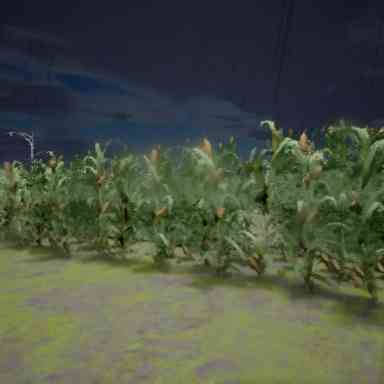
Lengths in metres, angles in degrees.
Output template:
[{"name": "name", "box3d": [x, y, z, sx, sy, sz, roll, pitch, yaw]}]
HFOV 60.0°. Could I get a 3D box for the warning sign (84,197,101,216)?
[{"name": "warning sign", "box3d": [-10.018, 1.462, 33.494, 1.300, 1.860, 1.060, 0, 0, 35]}]
